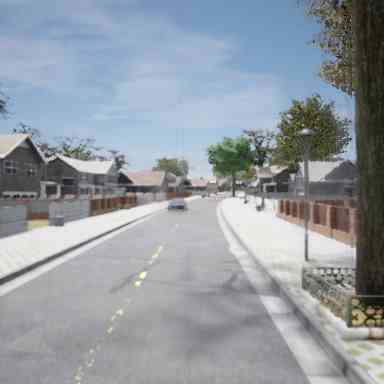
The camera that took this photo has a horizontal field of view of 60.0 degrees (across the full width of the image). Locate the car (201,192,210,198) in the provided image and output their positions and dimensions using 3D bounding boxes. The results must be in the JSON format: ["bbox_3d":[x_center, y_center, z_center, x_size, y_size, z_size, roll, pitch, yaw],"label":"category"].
[{"bbox_3d":[3.188,0.729,77.534,1.812,1.442,4.674,0,1,9],"label":"car"}]

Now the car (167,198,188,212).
[{"bbox_3d":[-1.529,1.349,36.663,2.033,1.411,5.357,0,0,4],"label":"car"}]

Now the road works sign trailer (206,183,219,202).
[{"bbox_3d":[3.936,0.014,63.342,2.380,3.560,2.880,0,1,8],"label":"road works sign trailer"}]
